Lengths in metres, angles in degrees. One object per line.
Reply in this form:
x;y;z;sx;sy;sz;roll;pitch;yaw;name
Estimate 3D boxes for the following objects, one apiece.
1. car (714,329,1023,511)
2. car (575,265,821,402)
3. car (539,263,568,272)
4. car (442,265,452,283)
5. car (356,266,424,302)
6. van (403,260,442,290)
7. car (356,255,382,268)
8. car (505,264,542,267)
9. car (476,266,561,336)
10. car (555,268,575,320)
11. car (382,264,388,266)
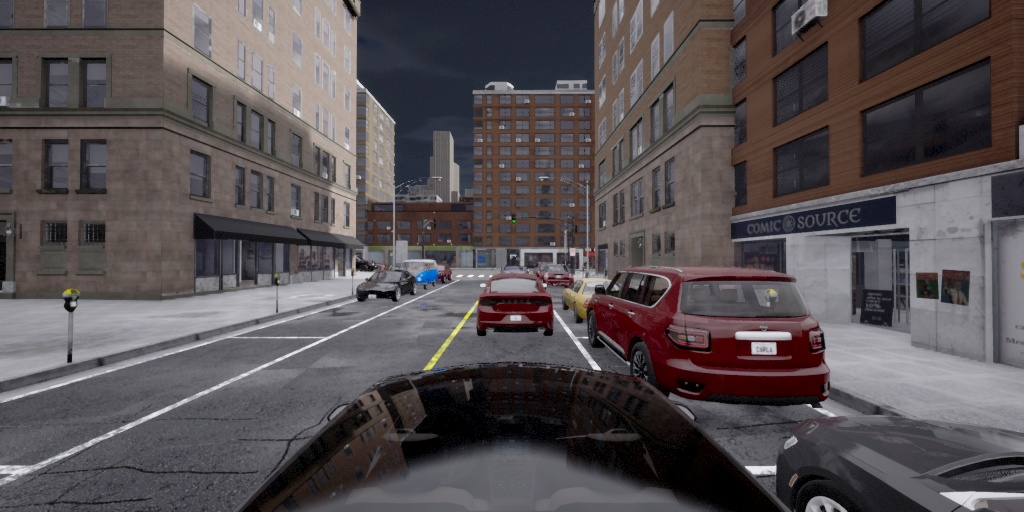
2.668;1.300;0.721;2.007;1.370;4.403;0;0;0;car
2.674;1.068;6.202;2.192;1.841;5.009;0;0;0;car
2.690;1.213;22.650;1.967;1.591;4.097;0;0;0;car
-5.829;1.326;28.143;1.888;1.381;4.507;0;0;0;car
-5.841;1.331;17.178;1.948;1.339;4.313;0;0;0;car
-5.835;1.114;22.661;1.690;1.789;3.998;0;0;0;van
-18.352;0.842;41.071;5.566;2.045;2.150;0;-1;0;car
0.115;1.259;18.017;2.128;1.511;4.902;0;0;0;car
0.056;1.235;10.485;1.882;1.535;5.008;0;0;-1;car
2.679;1.284;11.855;1.751;1.417;4.829;0;0;0;car
-17.439;1.226;44.309;4.181;1.385;1.994;0;-1;0;car
